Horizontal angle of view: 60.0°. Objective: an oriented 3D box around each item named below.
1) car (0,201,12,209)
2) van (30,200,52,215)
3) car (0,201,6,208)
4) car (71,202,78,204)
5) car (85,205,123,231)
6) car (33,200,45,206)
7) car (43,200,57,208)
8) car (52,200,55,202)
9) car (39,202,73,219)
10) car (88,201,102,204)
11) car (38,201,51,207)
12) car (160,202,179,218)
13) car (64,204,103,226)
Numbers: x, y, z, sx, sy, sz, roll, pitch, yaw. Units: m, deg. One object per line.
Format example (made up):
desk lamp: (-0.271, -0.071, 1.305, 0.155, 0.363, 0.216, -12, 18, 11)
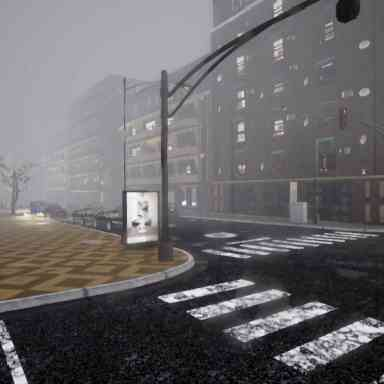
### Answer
car: (-38.062, 2.702, 68.340, 2.008, 1.369, 4.403, -2, 0, -36)
van: (-19.788, 2.034, 43.013, 1.690, 1.788, 3.998, -2, 0, -36)
car: (-44.588, 2.860, 77.366, 1.887, 1.381, 4.507, -2, 0, -36)
car: (-21.480, 2.423, 59.710, 1.802, 1.307, 4.206, -2, 0, -36)
car: (-5.534, 1.887, 23.133, 2.008, 1.369, 4.403, -2, 0, -36)
car: (-37.797, 2.795, 82.275, 1.887, 1.381, 4.507, -2, 0, -36)
car: (-31.274, 2.526, 73.249, 1.967, 1.590, 4.097, -2, 0, -36)
car: (-25.325, 2.469, 60.621, 1.994, 1.385, 4.181, -1, -1, -36)
car: (-14.871, 2.114, 36.124, 1.887, 1.381, 4.507, -2, 0, -36)
car: (-14.954, 2.117, 50.687, 1.967, 1.590, 4.097, -2, 0, -36)
car: (-34.533, 2.734, 77.762, 1.947, 1.339, 4.313, -2, 0, -36)
car: (-3.110, 1.823, 34.520, 1.967, 1.590, 4.097, -2, 0, -36)
car: (-8.797, 1.968, 27.646, 2.008, 1.369, 4.403, -2, 0, -36)
